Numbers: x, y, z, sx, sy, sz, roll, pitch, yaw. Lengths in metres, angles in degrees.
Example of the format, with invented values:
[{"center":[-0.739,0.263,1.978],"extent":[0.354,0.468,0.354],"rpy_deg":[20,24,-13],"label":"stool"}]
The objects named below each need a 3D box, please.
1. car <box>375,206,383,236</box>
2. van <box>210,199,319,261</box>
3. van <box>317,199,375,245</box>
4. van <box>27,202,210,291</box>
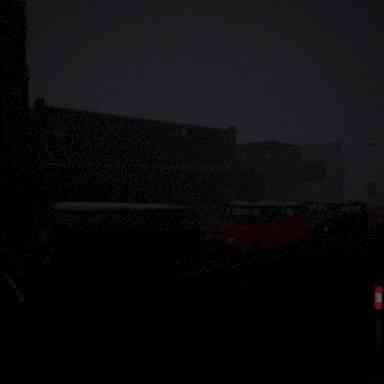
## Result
[{"center":[10.875,1.636,19.613],"extent":[5.366,1.575,1.946],"rpy_deg":[2,1,-42],"label":"car"},{"center":[2.487,1.307,12.333],"extent":[4.442,1.987,1.878],"rpy_deg":[2,1,-38],"label":"van"},{"center":[6.786,1.356,15.913],"extent":[4.442,1.987,1.878],"rpy_deg":[2,1,-43],"label":"van"},{"center":[-1.930,1.268,8.905],"extent":[4.442,1.987,1.878],"rpy_deg":[2,1,-38],"label":"van"}]
